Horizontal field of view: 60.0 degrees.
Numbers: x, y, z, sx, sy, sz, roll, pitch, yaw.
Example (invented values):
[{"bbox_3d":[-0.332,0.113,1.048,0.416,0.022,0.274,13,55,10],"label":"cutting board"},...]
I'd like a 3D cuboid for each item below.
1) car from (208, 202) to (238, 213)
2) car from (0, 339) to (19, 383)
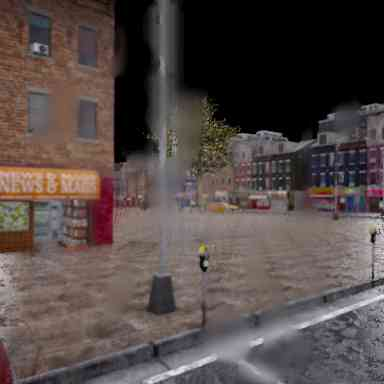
[{"bbox_3d":[4.217,2.138,45.610,1.882,1.535,5.008,1,-1,-36],"label":"car"},{"bbox_3d":[-3.046,1.298,0.640,5.009,1.841,2.192,1,0,-36],"label":"car"}]
